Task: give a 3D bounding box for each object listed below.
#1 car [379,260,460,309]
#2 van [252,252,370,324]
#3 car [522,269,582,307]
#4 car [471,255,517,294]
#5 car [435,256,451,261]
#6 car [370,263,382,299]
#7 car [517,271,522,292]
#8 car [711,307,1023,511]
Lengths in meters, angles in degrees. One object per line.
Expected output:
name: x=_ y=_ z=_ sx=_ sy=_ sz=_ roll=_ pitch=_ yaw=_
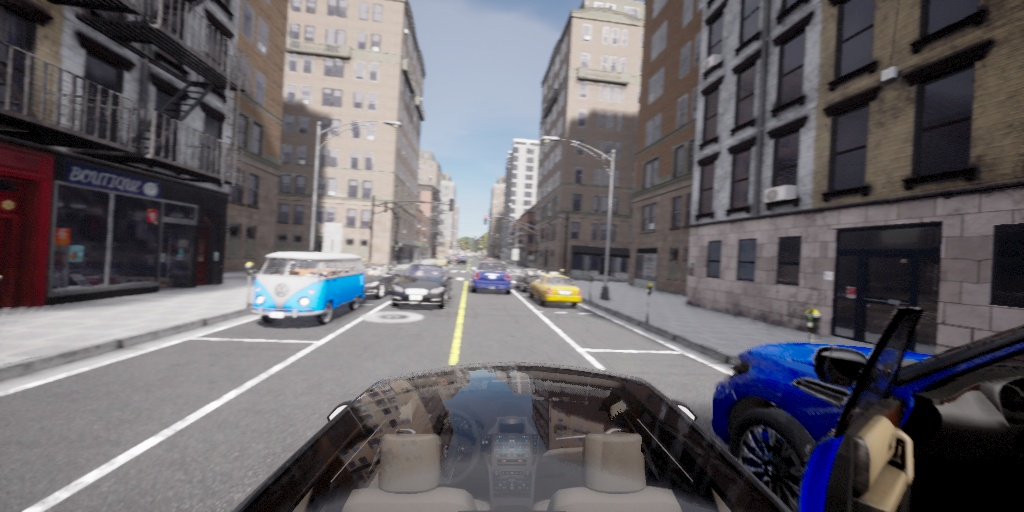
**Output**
car: x=-3.356 y=1.067 z=14.011 sx=2.128 sy=1.511 sz=4.902 roll=3 pitch=0 yaw=-6
van: x=-5.523 y=0.784 z=10.107 sx=1.690 sy=1.789 sz=3.998 roll=0 pitch=0 yaw=-7
car: x=1.806 y=1.411 z=16.569 sx=1.751 sy=1.417 sz=4.829 roll=0 pitch=0 yaw=-7
car: x=-1.220 y=1.065 z=20.265 sx=2.097 sy=1.767 sz=4.553 roll=3 pitch=0 yaw=-6
car: x=-10.474 y=0.761 z=53.021 sx=1.751 sy=1.417 sz=4.829 roll=0 pitch=0 yaw=-7
car: x=-6.142 y=0.968 z=15.477 sx=2.007 sy=1.370 sz=4.403 roll=0 pitch=0 yaw=-7
car: x=1.201 y=1.410 z=21.770 sx=2.007 sy=1.370 sz=4.403 roll=0 pitch=0 yaw=-7
car: x=3.268 y=1.160 z=1.160 sx=2.150 sy=2.045 sz=5.566 roll=3 pitch=0 yaw=-7
